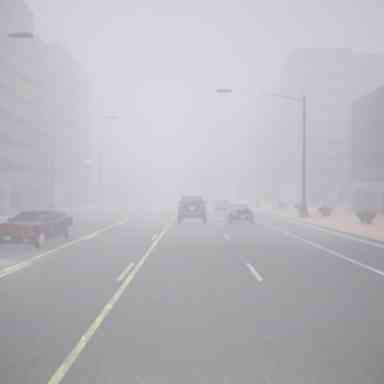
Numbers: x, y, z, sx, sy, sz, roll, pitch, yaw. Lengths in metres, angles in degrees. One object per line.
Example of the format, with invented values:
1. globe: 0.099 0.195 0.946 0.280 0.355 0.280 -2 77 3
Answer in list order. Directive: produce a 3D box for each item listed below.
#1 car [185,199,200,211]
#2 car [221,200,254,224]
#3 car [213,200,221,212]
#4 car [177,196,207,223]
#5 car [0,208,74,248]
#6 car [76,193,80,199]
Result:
1. car: 0.076 1.674 43.823 1.994 1.385 4.181 0 0 0
2. car: 3.509 1.583 25.266 1.812 1.442 4.674 0 0 0
3. car: 3.550 1.645 39.434 2.033 1.411 5.357 0 0 1
4. car: 0.018 1.288 26.033 2.150 2.045 5.566 0 0 0
5. car: -7.054 1.517 15.251 1.882 1.535 5.008 0 0 0
6. car: -25.978 0.792 72.985 1.970 1.475 3.806 0 2 0
